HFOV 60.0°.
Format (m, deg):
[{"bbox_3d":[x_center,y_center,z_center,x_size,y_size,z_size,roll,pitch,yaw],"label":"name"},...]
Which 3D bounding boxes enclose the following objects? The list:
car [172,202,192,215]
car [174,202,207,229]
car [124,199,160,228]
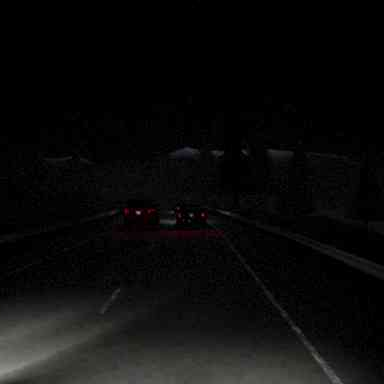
[{"bbox_3d":[-1.296,2.003,41.480,2.033,1.411,5.357,0,-1,-6],"label":"car"},{"bbox_3d":[-0.121,1.619,24.277,2.097,1.767,4.553,0,-1,-2],"label":"car"},{"bbox_3d":[-3.616,1.491,24.518,2.150,2.045,5.566,0,-1,-2],"label":"car"}]
